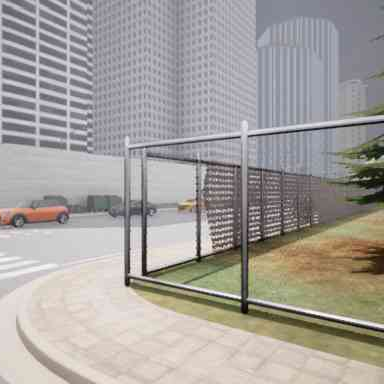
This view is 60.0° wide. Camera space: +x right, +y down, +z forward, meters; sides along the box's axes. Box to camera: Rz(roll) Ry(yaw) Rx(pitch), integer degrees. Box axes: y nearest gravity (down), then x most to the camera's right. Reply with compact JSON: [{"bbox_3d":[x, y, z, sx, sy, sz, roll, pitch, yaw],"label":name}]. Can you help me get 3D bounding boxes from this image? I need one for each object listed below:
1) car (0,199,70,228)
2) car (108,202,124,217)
[{"bbox_3d":[-10.522,1.294,21.938,2.097,1.767,4.553,0,0,35],"label":"car"},{"bbox_3d":[-5.186,1.446,29.447,1.837,1.490,4.892,0,0,36],"label":"car"}]
